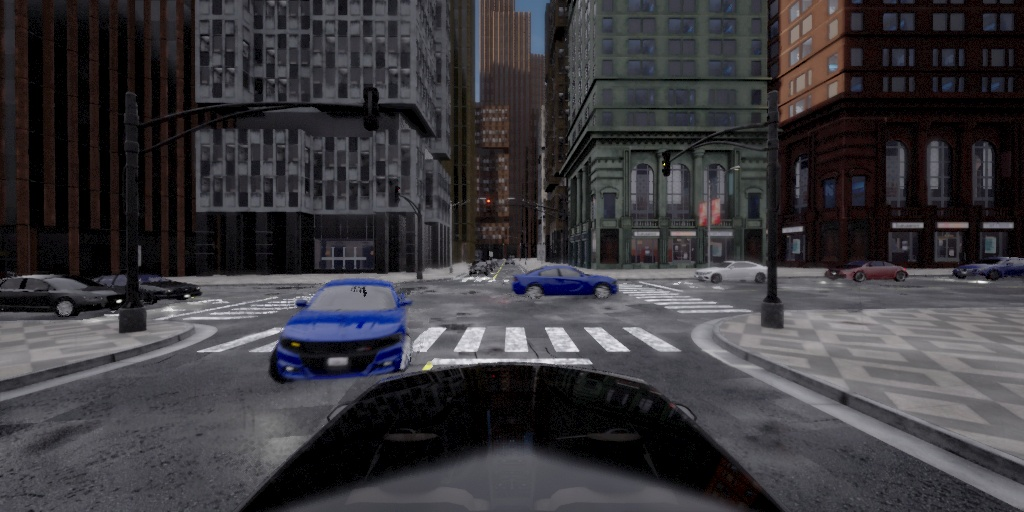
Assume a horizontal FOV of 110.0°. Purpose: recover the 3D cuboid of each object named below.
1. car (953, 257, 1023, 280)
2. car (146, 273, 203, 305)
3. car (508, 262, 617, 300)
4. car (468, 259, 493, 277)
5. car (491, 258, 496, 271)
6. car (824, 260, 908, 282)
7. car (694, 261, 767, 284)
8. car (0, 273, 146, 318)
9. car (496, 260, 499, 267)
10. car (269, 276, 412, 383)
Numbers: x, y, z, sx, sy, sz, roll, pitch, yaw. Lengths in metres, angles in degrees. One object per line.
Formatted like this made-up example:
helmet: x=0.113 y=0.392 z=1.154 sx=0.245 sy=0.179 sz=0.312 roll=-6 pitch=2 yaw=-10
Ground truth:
car: x=32.378 y=0.811 z=23.840 sx=4.674 sy=1.442 sz=1.812 roll=-1 pitch=0 yaw=-1
car: x=-17.945 y=1.525 z=17.039 sx=5.357 sy=1.411 sz=2.033 roll=-1 pitch=0 yaw=4
car: x=2.440 y=1.204 z=17.067 sx=5.008 sy=1.535 sz=1.882 roll=-1 pitch=0 yaw=0
car: x=-3.233 y=1.237 z=35.993 sx=1.837 sy=1.490 sz=4.892 roll=0 pitch=0 yaw=-1
car: x=-3.318 y=1.223 z=45.458 sx=1.837 sy=1.490 sz=4.892 roll=0 pitch=0 yaw=0
car: x=23.418 y=0.962 z=23.818 sx=4.181 sy=1.385 sz=1.994 roll=-1 pitch=0 yaw=0
car: x=14.596 y=1.037 z=23.793 sx=4.674 sy=1.442 sz=1.812 roll=-1 pitch=0 yaw=-1
car: x=-17.517 y=1.491 z=13.751 sx=4.892 sy=1.490 sz=1.837 roll=0 pitch=0 yaw=0
car: x=-3.403 y=1.301 z=55.747 sx=1.895 sy=1.301 sz=4.718 roll=0 pitch=0 yaw=0
car: x=-3.167 y=1.227 z=7.488 sx=1.882 sy=1.535 sz=5.008 roll=2 pitch=-1 yaw=-17
